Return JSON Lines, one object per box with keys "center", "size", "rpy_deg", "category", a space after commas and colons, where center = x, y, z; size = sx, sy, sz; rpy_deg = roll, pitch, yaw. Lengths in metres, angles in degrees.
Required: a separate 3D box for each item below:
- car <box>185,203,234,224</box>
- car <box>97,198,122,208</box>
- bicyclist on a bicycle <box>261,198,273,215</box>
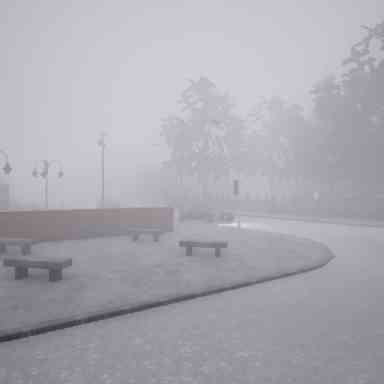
{"center": [1.273, 1.564, 25.135], "size": [1.994, 1.385, 4.181], "rpy_deg": [0, 0, -35], "category": "car"}
{"center": [-10.446, 1.507, 41.748], "size": [1.837, 1.490, 4.892], "rpy_deg": [0, 0, -35], "category": "car"}
{"center": [7.079, 1.349, 31.453], "size": [1.656, 1.620, 0.582], "rpy_deg": [0, 0, -35], "category": "bicyclist on a bicycle"}
